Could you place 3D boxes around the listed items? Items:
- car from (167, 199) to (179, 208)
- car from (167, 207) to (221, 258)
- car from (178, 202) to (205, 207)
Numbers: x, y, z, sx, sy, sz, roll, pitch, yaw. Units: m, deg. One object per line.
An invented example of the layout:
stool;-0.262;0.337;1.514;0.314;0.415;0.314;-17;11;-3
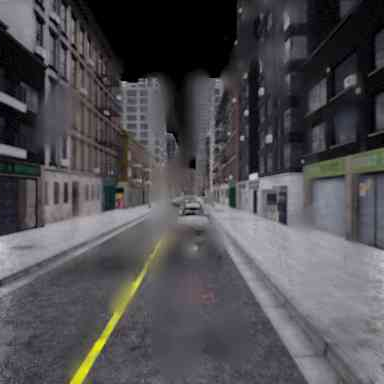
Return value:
car;-2.813;1.792;50.751;1.895;1.301;4.718;0;0;0
car;0.076;1.551;12.907;1.837;1.490;4.892;0;0;0
car;0.080;1.606;28.096;1.837;1.490;4.892;0;0;0
